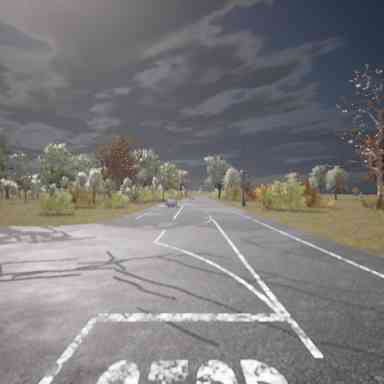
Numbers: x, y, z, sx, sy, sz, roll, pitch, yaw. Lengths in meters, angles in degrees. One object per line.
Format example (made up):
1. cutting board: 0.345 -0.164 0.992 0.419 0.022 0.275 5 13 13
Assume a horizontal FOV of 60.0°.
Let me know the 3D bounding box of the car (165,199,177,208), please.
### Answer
1. car: -3.402 1.877 54.943 1.812 1.442 4.674 0 0 0
